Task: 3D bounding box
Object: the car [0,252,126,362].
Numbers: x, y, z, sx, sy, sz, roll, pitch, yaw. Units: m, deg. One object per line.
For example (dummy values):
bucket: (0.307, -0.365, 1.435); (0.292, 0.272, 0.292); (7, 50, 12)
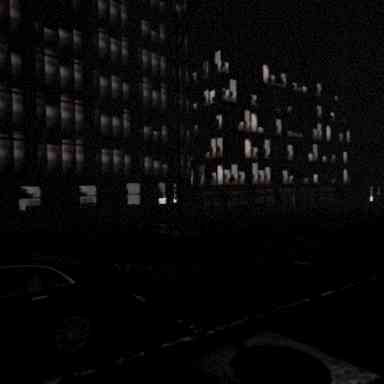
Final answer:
car: (-3.070, 1.557, 4.371); (4.403, 1.369, 2.008); (-1, -1, -36)
